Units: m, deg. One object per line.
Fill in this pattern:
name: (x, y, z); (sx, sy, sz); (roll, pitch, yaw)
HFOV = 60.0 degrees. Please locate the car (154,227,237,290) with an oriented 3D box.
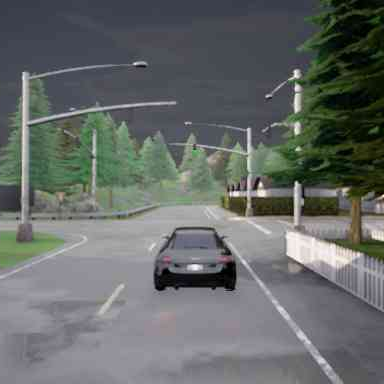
car: (0.083, 1.664, 9.372); (1.994, 1.385, 4.181); (0, -1, 0)
